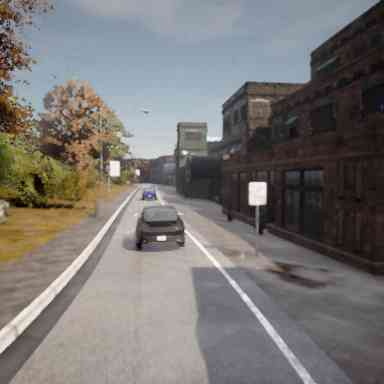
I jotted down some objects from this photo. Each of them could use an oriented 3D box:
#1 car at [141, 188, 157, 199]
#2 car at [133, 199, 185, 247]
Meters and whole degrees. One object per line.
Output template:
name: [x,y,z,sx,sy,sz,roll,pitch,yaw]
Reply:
car: [-5.472,0.197,42.777,1.812,1.442,4.674,-1,3,-8]
car: [-1.386,1.303,14.061,1.837,1.490,4.892,0,2,-8]
